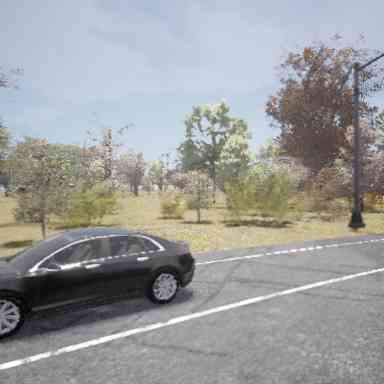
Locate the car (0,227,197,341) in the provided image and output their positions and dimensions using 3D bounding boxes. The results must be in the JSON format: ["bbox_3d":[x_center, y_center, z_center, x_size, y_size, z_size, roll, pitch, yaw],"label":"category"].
[{"bbox_3d":[-2.189,1.511,6.565,4.892,1.490,1.837,0,-1,-35],"label":"car"}]
